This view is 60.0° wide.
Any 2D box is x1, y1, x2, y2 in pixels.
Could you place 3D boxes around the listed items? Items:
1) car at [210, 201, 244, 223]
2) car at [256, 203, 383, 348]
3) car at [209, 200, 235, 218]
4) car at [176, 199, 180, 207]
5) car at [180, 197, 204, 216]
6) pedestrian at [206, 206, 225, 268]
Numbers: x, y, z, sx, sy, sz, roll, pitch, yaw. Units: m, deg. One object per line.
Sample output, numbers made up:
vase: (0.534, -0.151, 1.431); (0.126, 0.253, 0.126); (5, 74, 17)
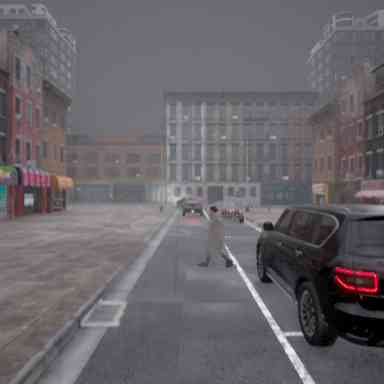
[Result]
car: (2.634, 1.373, 24.580); (1.967, 1.590, 4.097); (0, 0, 0)
car: (2.747, 1.205, 6.425); (2.150, 2.045, 5.566); (0, 0, 0)
car: (2.630, 1.471, 30.084); (2.008, 1.369, 4.403); (0, 0, 0)
car: (-0.863, 1.376, 44.306); (2.128, 1.511, 4.902); (1, 0, -14)
car: (0.065, 1.423, 31.447); (1.837, 1.490, 4.892); (0, 0, 0)
pedestrian: (0.673, 1.265, 9.685); (0.375, 1.860, 0.375); (0, 0, 0)
